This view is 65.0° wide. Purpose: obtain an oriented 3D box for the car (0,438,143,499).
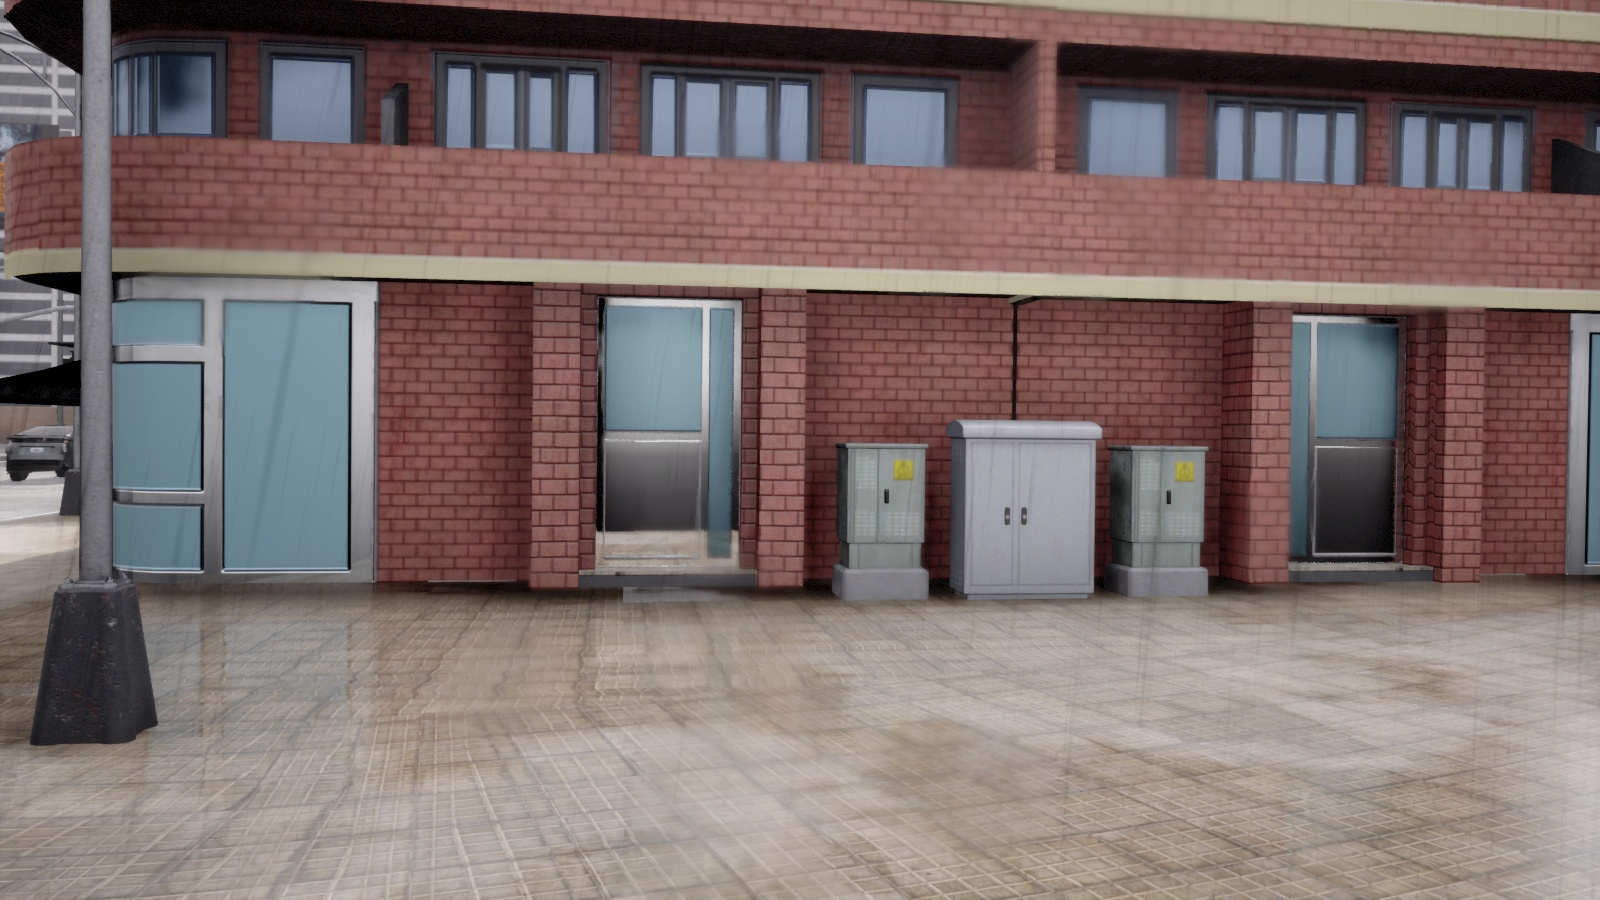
[{"bbox_3d":[-20.179,0.451,34.867,2.007,1.525,4.514,-1,1,-8],"label":"car"}]
